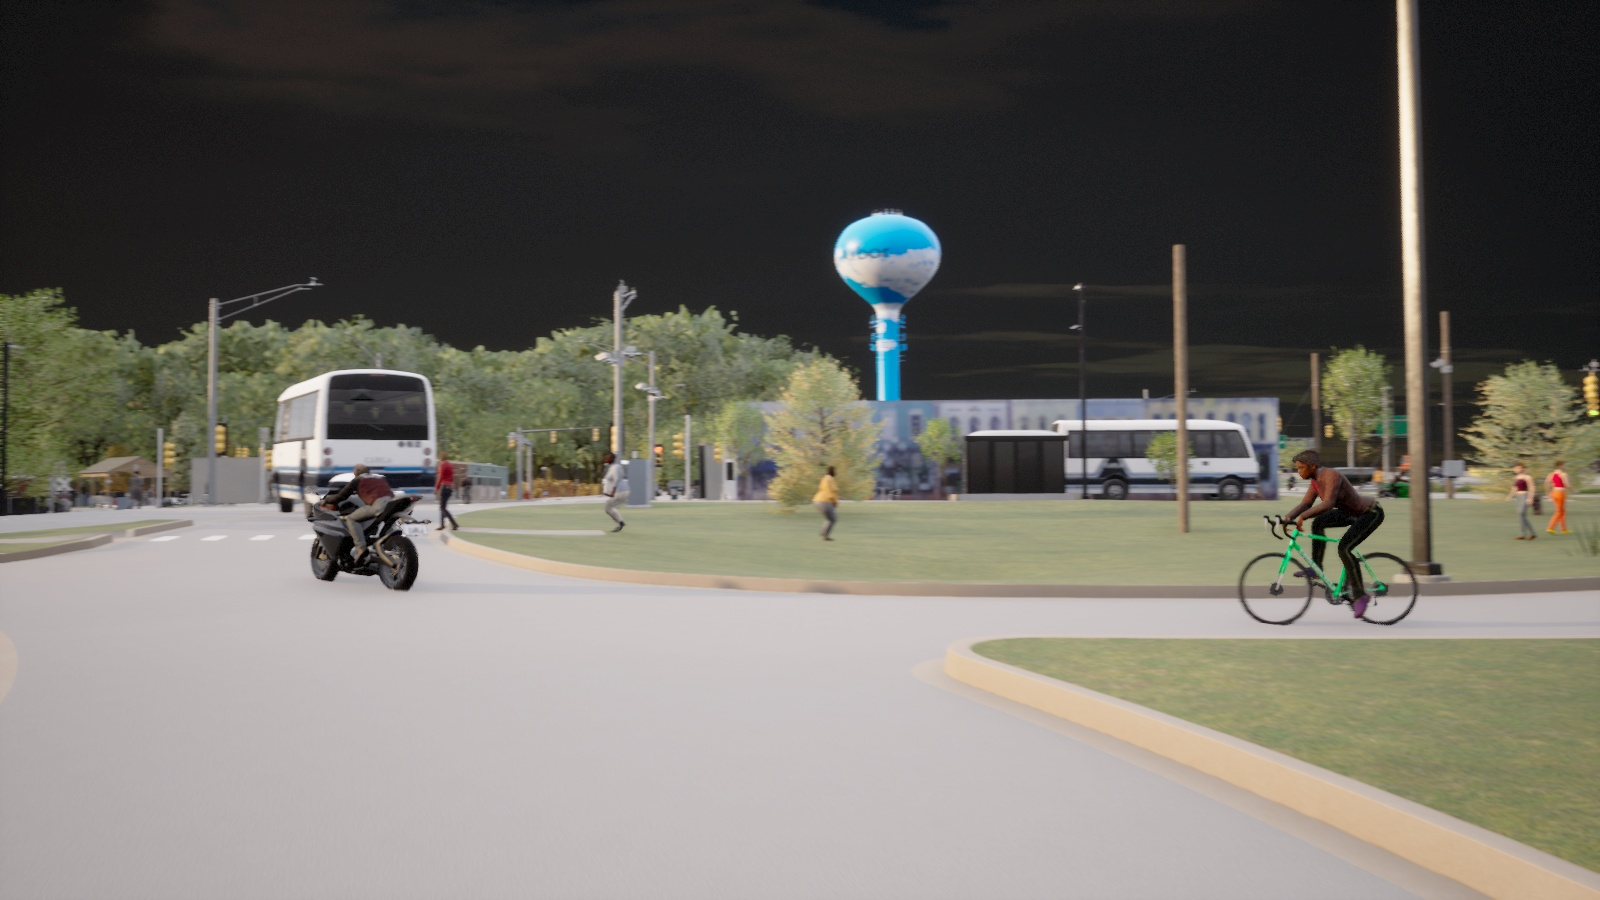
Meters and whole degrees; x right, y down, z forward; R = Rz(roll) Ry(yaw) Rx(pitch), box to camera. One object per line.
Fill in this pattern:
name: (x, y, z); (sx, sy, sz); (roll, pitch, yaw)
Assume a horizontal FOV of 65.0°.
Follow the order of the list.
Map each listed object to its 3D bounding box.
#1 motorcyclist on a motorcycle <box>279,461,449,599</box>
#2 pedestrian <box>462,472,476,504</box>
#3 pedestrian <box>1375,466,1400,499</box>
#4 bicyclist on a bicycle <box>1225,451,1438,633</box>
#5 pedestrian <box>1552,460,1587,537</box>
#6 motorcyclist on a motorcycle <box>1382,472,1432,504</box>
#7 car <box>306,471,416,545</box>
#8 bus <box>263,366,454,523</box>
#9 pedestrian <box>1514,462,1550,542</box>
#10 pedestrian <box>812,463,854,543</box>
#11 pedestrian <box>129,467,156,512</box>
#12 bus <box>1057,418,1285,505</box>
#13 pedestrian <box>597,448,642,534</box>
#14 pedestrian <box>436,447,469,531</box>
motorcyclist on a motorcycle: (-5.389, 0.943, 15.447); (2.191, 1.530, 0.866); (1, -2, 38)
pedestrian: (-19.386, 2.241, 73.591); (0.720, 1.854, 0.376); (0, -3, -7)
pedestrian: (33.052, 1.827, 70.674); (0.874, 1.855, 0.900); (1, -3, -17)
bicyclist on a bicycle: (4.842, 0.835, 11.513); (1.656, 1.620, 0.582); (0, -3, 2)
pedestrian: (18.628, 1.170, 30.403); (0.594, 1.836, 0.345); (0, -3, -6)
motorcyclist on a motorcycle: (29.973, 1.867, 62.009); (2.044, 1.523, 0.797); (-2, -3, 15)
car: (-8.812, 1.132, 25.366); (1.481, 1.376, 2.207); (1, 0, -2)
bus: (-14.160, -0.090, 39.527); (3.944, 4.253, 10.273); (0, -1, -29)
pedestrian: (17.022, 1.211, 29.204); (0.594, 1.836, 0.345); (0, -2, -2)
pedestrian: (0.772, 1.259, 29.740); (0.900, 1.855, 0.874); (0, -2, -4)
pedestrian: (-28.520, 1.708, 54.471); (0.659, 1.952, 0.873); (0, -2, 4)
bus: (18.424, 0.648, 63.016); (10.273, 4.253, 3.944); (0, -2, 2)
pedestrian: (-3.992, 0.913, 27.852); (0.900, 1.855, 0.874); (0, -2, -3)
pedestrian: (-7.667, 0.864, 27.703); (0.636, 1.846, 0.331); (-1, -3, 27)
